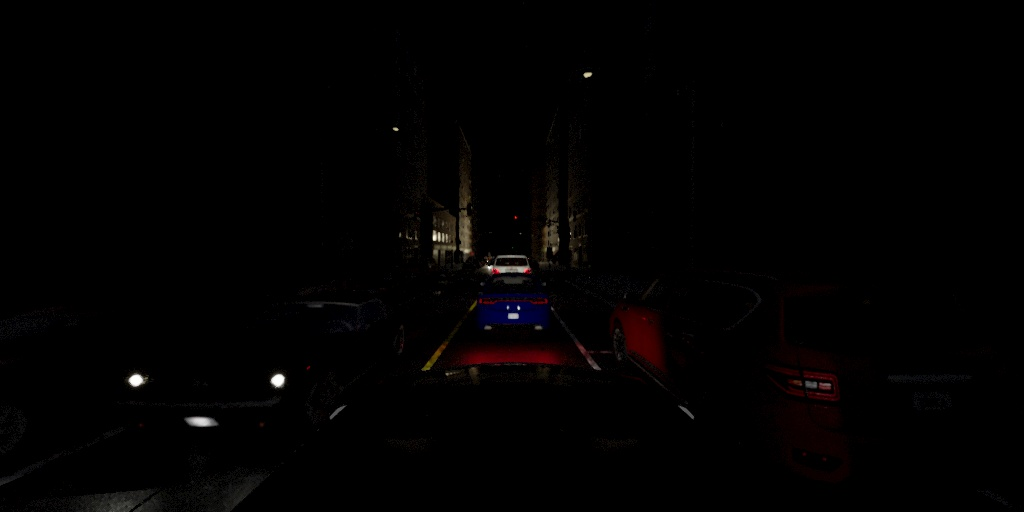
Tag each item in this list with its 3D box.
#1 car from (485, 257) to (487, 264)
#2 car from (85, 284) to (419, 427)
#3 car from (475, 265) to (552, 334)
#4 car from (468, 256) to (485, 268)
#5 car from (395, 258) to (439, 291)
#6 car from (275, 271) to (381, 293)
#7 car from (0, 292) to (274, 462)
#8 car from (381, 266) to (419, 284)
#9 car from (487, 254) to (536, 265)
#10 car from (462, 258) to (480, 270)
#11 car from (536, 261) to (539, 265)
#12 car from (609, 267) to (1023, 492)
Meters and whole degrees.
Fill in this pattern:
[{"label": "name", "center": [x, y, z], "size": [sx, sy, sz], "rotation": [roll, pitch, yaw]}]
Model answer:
[{"label": "car", "center": [-5.765, 1.186, 59.661], "size": [1.888, 1.381, 4.507], "rotation": [0, 0, 0]}, {"label": "car", "center": [-3.104, 1.340, 5.784], "size": [1.895, 1.301, 4.718], "rotation": [0, 0, 0]}, {"label": "car", "center": [0.039, 1.205, 10.592], "size": [1.882, 1.535, 5.008], "rotation": [0, 0, 0]}, {"label": "car", "center": [-5.756, 0.962, 54.096], "size": [2.192, 1.841, 5.009], "rotation": [0, 0, 0]}, {"label": "car", "center": [-5.700, 1.016, 21.532], "size": [2.192, 1.841, 5.009], "rotation": [0, 0, 0]}, {"label": "car", "center": [-5.681, 1.277, 10.366], "size": [2.007, 1.370, 4.403], "rotation": [0, 0, 0]}, {"label": "car", "center": [-5.672, 1.287, 4.784], "size": [1.888, 1.381, 4.507], "rotation": [0, 0, 0]}, {"label": "car", "center": [-5.691, 1.296, 15.949], "size": [1.802, 1.307, 4.207], "rotation": [0, 0, 0]}, {"label": "car", "center": [-0.026, 0.926, 20.252], "size": [2.150, 2.045, 5.566], "rotation": [0, 0, 0]}, {"label": "car", "center": [-5.746, 1.236, 48.531], "size": [1.802, 1.307, 4.207], "rotation": [0, 0, 0]}, {"label": "car", "center": [2.779, 1.236, 48.573], "size": [1.802, 1.307, 4.207], "rotation": [0, 0, 0]}, {"label": "car", "center": [2.853, 1.056, 4.821], "size": [2.192, 1.841, 5.009], "rotation": [0, 0, 0]}]
